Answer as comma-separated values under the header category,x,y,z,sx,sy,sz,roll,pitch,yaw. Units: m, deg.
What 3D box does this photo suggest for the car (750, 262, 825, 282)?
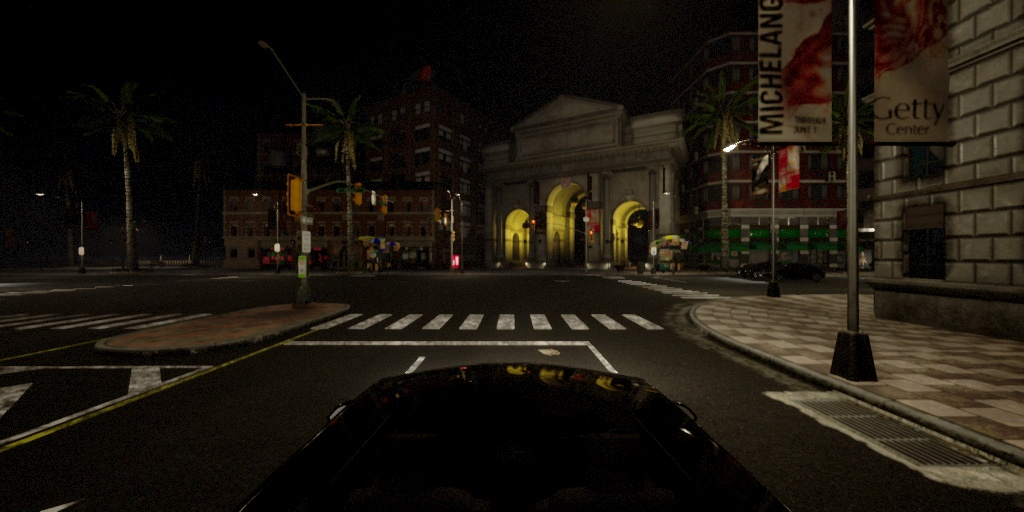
category,x,y,z,sx,sy,sz,roll,pitch,yaw
car,21.965,1.267,28.290,4.674,1.442,1.812,0,0,1

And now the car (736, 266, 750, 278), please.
category,x,y,z,sx,sy,sz,roll,pitch,yaw
car,22.568,1.247,31.766,4.892,1.490,1.837,0,0,1
